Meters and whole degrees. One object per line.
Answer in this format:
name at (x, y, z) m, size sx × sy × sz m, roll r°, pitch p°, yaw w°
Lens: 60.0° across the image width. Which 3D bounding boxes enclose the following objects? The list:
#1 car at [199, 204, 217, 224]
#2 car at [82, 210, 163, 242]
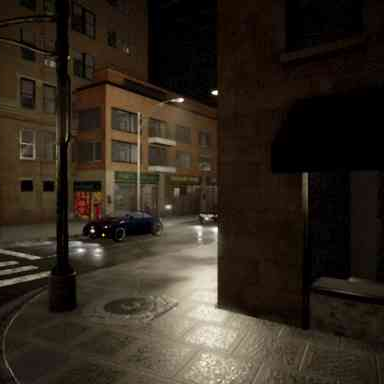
car at (2.361, 1.578, 24.711) m, size 1.812 × 1.442 × 4.674 m, roll 0°, pitch 0°, yaw 35°
car at (-3.353, 1.592, 16.704) m, size 1.994 × 1.385 × 4.181 m, roll 0°, pitch 0°, yaw 35°
